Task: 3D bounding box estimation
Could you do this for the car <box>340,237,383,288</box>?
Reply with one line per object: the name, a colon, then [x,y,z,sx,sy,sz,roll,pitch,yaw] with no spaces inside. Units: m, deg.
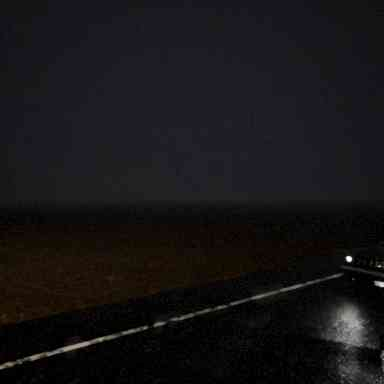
car: [5.636,1.547,8.016,4.718,1.301,1.895,0,0,-36]
